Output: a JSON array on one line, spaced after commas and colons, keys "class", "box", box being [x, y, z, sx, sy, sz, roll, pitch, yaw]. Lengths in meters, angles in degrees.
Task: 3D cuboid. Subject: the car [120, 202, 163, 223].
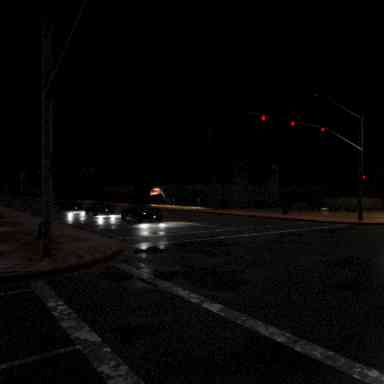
[{"class": "car", "box": [-4.085, 1.526, 26.133, 1.812, 1.442, 4.674, 0, 0, -36]}]

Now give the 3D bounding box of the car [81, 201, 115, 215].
[{"class": "car", "box": [-9.312, 1.564, 33.452, 1.994, 1.385, 4.181, 0, 0, -35]}]

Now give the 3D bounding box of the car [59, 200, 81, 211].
[{"class": "car", "box": [-15.146, 1.601, 41.663, 1.895, 1.301, 4.718, 0, 0, -35]}]
